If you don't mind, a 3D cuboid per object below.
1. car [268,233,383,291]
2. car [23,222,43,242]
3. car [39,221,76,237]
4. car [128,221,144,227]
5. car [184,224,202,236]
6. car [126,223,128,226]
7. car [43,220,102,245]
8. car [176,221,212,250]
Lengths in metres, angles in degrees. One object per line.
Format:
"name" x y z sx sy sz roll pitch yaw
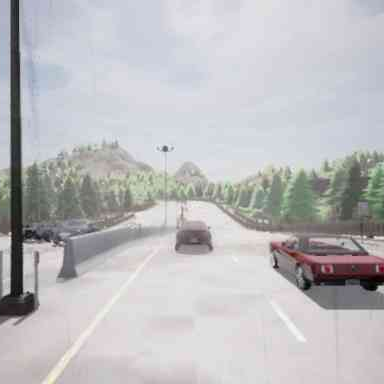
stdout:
"car" 3.596 1.849 9.662 1.895 1.301 4.718 0 -3 0
"car" -10.601 2.814 23.712 1.994 1.385 4.181 0 -6 0
"car" -14.094 3.921 35.187 1.837 1.490 4.892 0 -6 0
"car" -10.526 6.802 64.941 2.097 1.767 4.553 0 -6 0
"car" 0.087 4.347 38.452 1.895 1.301 4.718 0 -6 0
"car" -14.026 7.653 77.064 2.097 1.767 4.553 0 -4 0
"car" -7.102 2.492 21.019 2.128 1.511 4.902 0 -5 0
"car" 0.093 2.275 18.021 1.812 1.442 4.674 0 -4 0
